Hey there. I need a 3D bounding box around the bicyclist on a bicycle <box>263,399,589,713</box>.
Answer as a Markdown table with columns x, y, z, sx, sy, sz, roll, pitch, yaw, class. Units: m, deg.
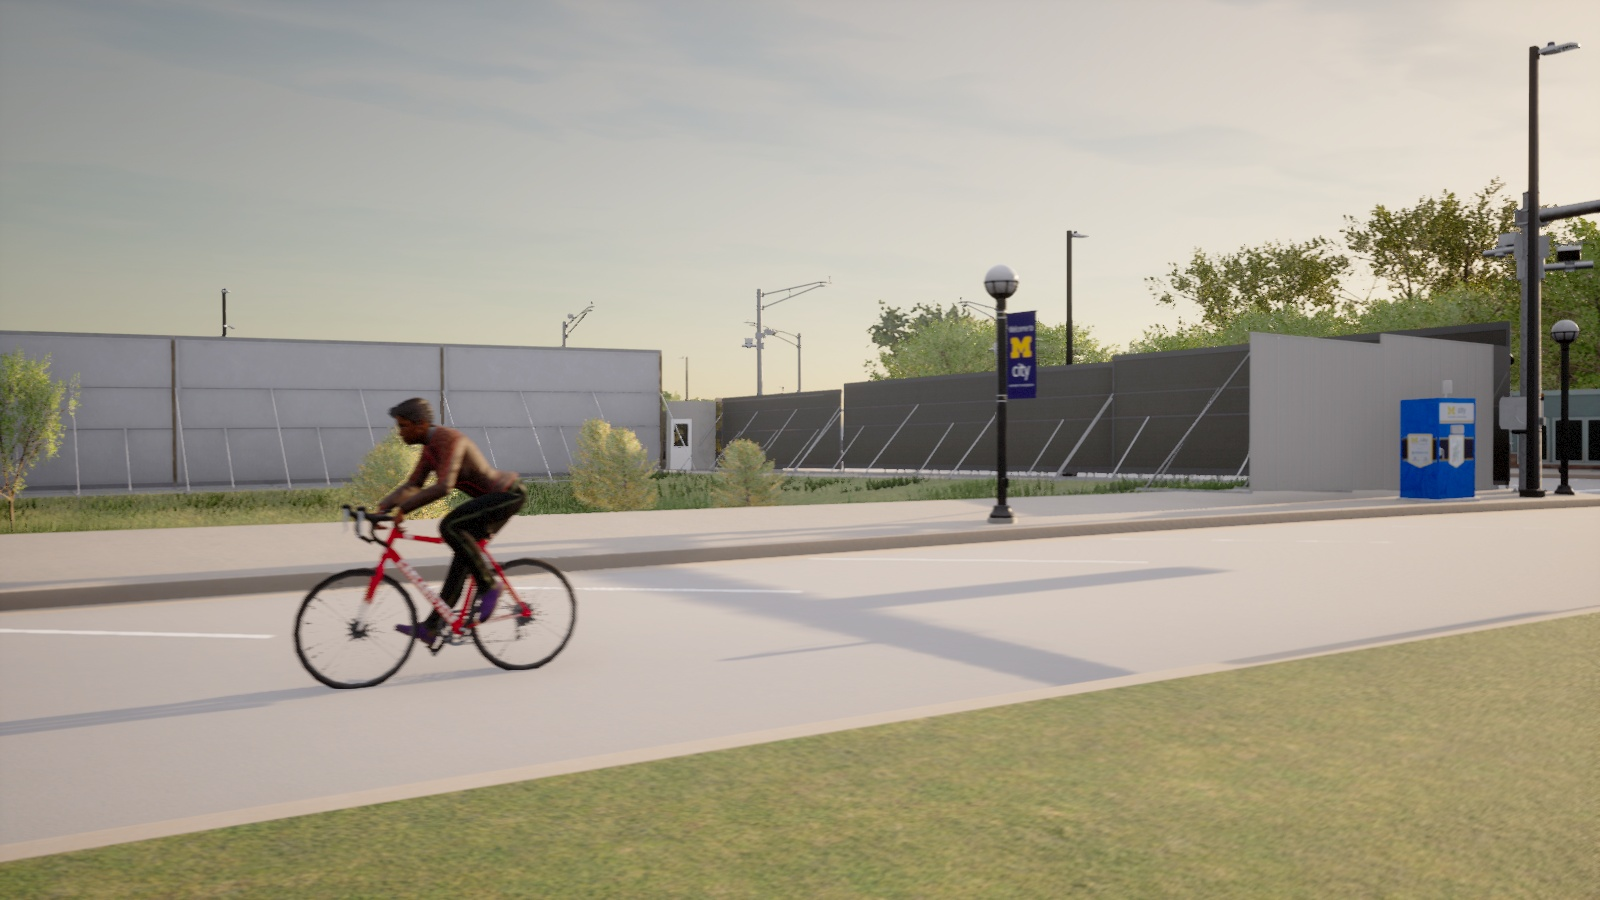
| x | y | z | sx | sy | sz | roll | pitch | yaw | class |
| --- | --- | --- | --- | --- | --- | --- | --- | --- | --- |
| -2.108 | 0.535 | 7.164 | 1.656 | 1.620 | 0.582 | -1 | 0 | -33 | bicyclist on a bicycle |
